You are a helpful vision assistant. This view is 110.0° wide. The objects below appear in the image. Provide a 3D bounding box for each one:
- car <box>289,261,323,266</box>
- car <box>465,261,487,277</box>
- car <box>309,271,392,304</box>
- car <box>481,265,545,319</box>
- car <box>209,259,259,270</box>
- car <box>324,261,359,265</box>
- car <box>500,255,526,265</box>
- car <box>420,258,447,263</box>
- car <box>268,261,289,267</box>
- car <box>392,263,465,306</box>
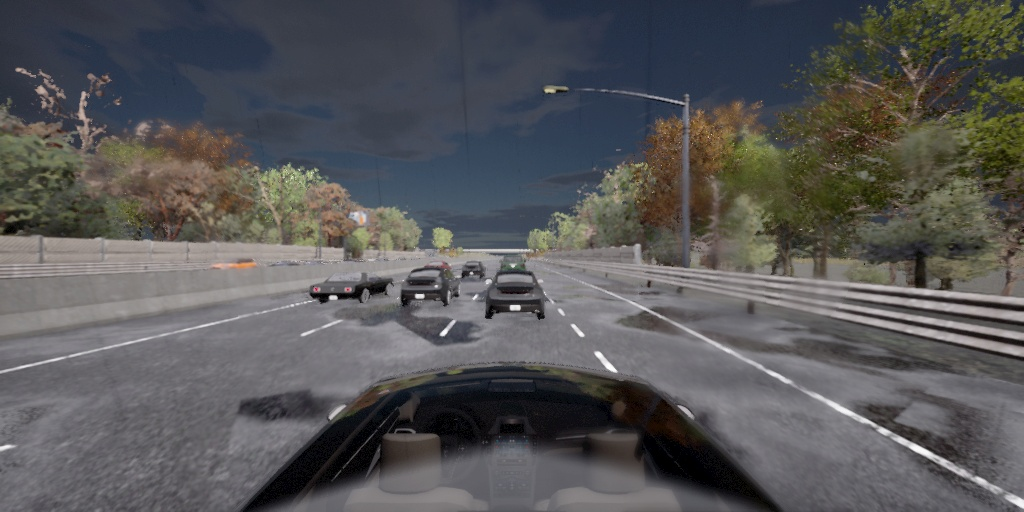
[{"bbox_3d":[-21.102,1.268,38.025,1.994,1.385,4.181,0,0,0],"label":"car"},{"bbox_3d":[-3.413,1.213,32.600,1.837,1.490,4.892,0,0,0],"label":"car"},{"bbox_3d":[-6.905,1.327,16.081,1.895,1.301,4.718,0,0,0],"label":"car"},{"bbox_3d":[0.095,1.236,12.745,1.837,1.490,4.892,0,0,0],"label":"car"},{"bbox_3d":[-28.096,1.055,36.329,2.097,1.767,4.553,0,0,0],"label":"car"},{"bbox_3d":[-17.602,1.251,38.748,2.033,1.411,5.357,0,0,0],"label":"car"},{"bbox_3d":[0.083,0.931,31.742,2.150,2.045,5.566,0,0,0],"label":"car"},{"bbox_3d":[-6.913,1.185,33.895,1.882,1.535,5.008,0,0,0],"label":"car"},{"bbox_3d":[-24.597,1.267,38.809,1.994,1.385,4.181,0,0,0],"label":"car"},{"bbox_3d":[-3.406,1.232,15.654,1.837,1.490,4.892,0,0,0],"label":"car"}]
